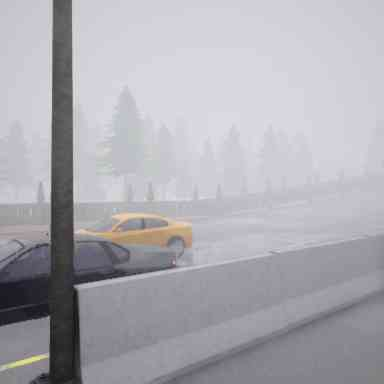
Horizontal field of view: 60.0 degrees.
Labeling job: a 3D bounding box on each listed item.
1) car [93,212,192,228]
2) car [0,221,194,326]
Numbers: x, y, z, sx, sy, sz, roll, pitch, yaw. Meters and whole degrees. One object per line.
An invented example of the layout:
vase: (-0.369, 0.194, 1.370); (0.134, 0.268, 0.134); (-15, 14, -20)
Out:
car: (-2.239, 1.478, 11.125); (5.008, 1.535, 1.882); (0, 0, -38)
car: (-2.747, 1.548, 6.317); (5.357, 1.411, 2.033); (0, 0, -38)
